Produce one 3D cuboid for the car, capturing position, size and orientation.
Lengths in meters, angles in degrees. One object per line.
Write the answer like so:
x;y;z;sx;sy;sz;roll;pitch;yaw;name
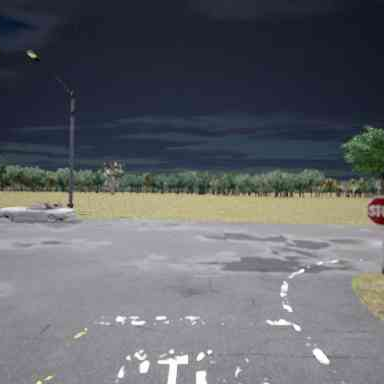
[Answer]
-10.450;1.369;22.542;4.718;1.301;1.895;2;1;0;car
